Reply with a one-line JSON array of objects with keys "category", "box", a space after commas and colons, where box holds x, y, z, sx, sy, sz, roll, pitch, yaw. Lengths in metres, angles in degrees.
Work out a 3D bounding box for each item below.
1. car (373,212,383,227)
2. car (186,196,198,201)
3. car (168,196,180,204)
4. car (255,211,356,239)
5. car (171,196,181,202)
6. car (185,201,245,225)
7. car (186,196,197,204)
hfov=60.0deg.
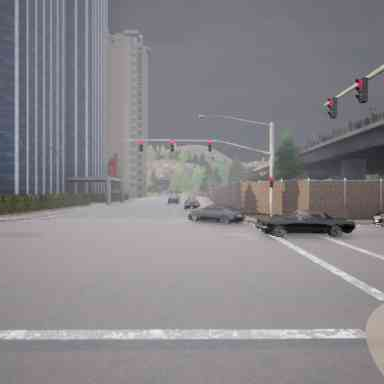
[{"category": "car", "box": [14.109, 1.547, 21.018, 4.902, 1.511, 2.128, 0, 0, 0]}, {"category": "car", "box": [0.001, 1.600, 44.365, 1.895, 1.301, 4.718, 0, 0, 0]}, {"category": "car", "box": [-3.512, 1.477, 63.288, 1.882, 1.535, 5.008, 0, 0, 0]}, {"category": "car", "box": [5.718, 1.645, 17.218, 4.718, 1.301, 1.895, 0, 0, -4]}, {"category": "car", "box": [-3.628, 1.540, 74.499, 2.033, 1.411, 5.357, 0, 0, 0]}, {"category": "car", "box": [1.762, 1.588, 24.175, 4.181, 1.385, 1.994, 0, 1, 39]}, {"category": "car", "box": [-0.094, 1.547, 65.679, 2.033, 1.411, 5.357, 0, 0, 0]}]
